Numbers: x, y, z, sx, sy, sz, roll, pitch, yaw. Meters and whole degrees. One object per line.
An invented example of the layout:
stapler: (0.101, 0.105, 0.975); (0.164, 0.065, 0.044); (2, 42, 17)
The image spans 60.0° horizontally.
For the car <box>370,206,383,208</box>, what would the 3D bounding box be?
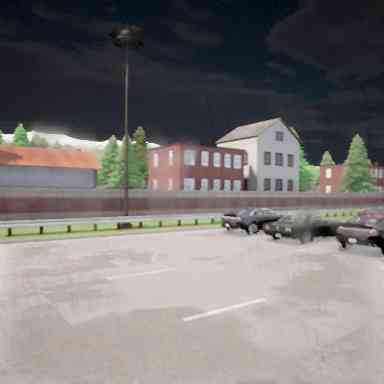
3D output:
car: (16.159, 1.845, 28.289); (4.181, 1.385, 1.994); (1, 0, -35)

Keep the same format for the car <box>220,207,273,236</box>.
car: (3.917, 1.630, 19.556); (4.902, 1.511, 2.128); (1, 0, -35)

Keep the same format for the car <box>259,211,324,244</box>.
car: (5.797, 1.737, 16.602); (4.718, 1.301, 1.895); (1, 0, -35)

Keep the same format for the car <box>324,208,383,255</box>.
car: (7.994, 1.630, 13.865); (4.902, 1.511, 2.128); (1, 0, -35)
